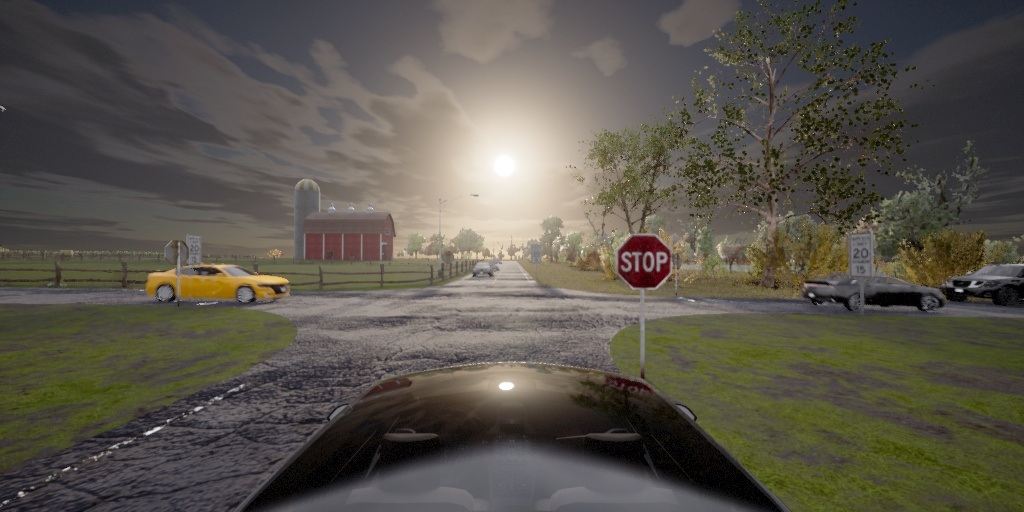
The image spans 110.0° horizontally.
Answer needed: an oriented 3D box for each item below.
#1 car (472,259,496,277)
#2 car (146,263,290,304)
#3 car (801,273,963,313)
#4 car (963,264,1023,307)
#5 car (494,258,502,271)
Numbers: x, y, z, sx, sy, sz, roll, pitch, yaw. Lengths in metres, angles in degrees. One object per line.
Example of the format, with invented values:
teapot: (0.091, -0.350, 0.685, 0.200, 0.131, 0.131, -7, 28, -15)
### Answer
car: (-2.844, 1.298, 35.612, 1.812, 1.442, 4.674, 0, 0, 0)
car: (-11.877, 1.072, 14.699, 5.008, 1.535, 1.882, 1, -1, 0)
car: (14.835, 1.465, 14.875, 4.902, 1.511, 2.128, 1, -1, 0)
car: (24.943, 1.391, 17.797, 5.566, 2.045, 2.150, 1, -1, 0)
car: (-2.834, 1.393, 51.119, 1.895, 1.301, 4.718, 0, 0, 0)
